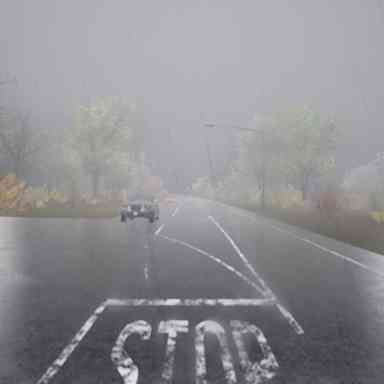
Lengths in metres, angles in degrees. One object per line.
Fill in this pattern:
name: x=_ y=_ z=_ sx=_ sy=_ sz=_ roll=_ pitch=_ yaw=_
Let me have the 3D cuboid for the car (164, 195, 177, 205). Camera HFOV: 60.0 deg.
car: x=-3.835 y=1.397 z=60.176 sx=2.097 sy=1.767 sz=4.553 roll=0 pitch=0 yaw=-1

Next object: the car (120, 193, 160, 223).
car: x=-3.536 y=1.083 z=23.578 sx=2.150 sy=2.045 sz=5.566 roll=1 pitch=-2 yaw=0
